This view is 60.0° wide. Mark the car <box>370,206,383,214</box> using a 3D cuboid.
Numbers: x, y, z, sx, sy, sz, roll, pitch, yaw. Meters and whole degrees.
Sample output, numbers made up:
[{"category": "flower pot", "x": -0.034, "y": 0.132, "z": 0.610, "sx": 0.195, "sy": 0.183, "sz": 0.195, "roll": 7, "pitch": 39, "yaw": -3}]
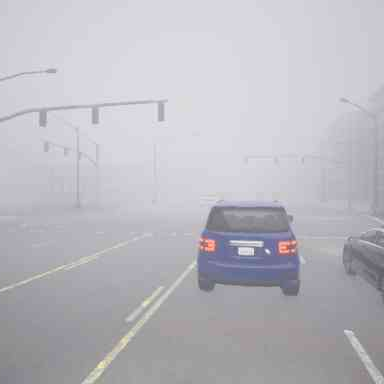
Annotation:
[{"category": "car", "x": 17.182, "y": 1.485, "z": 26.869, "sx": 4.902, "sy": 1.511, "sz": 2.128, "roll": 0, "pitch": 0, "yaw": 14}]

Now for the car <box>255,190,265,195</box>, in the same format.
[{"category": "car", "x": 15.504, "y": 0.904, "z": 75.469, "sx": 1.994, "sy": 1.385, "sz": 4.181, "roll": 0, "pitch": 1, "yaw": 11}]

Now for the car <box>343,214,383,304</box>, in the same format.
[{"category": "car", "x": 4.806, "y": 1.492, "z": 7.432, "sx": 2.128, "sy": 1.511, "sz": 4.902, "roll": 0, "pitch": 0, "yaw": 11}]

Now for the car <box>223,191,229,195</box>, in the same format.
[{"category": "car", "x": 4.725, "y": 0.924, "z": 57.809, "sx": 2.150, "sy": 2.045, "sz": 5.566, "roll": 0, "pitch": 1, "yaw": 12}]

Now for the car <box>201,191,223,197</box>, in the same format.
[{"category": "car", "x": 2.643, "y": 1.079, "z": 47.512, "sx": 2.150, "sy": 2.045, "sz": 5.566, "roll": 0, "pitch": 1, "yaw": 11}]

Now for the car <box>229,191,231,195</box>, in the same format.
[{"category": "car", "x": 6.833, "y": 0.740, "z": 67.925, "sx": 2.150, "sy": 2.045, "sz": 5.566, "roll": 0, "pitch": 1, "yaw": 12}]

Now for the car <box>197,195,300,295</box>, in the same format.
[{"category": "car", "x": 1.544, "y": 1.221, "z": 8.964, "sx": 2.150, "sy": 2.045, "sz": 5.566, "roll": 0, "pitch": 0, "yaw": 11}]

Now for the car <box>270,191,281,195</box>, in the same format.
[{"category": "car", "x": 18.927, "y": 0.707, "z": 74.740, "sx": 2.097, "sy": 1.767, "sz": 4.553, "roll": 0, "pitch": 1, "yaw": 11}]

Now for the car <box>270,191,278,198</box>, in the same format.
[{"category": "car", "x": 20.909, "y": 0.609, "z": 84.589, "sx": 1.837, "sy": 1.490, "sz": 4.892, "roll": 0, "pitch": 1, "yaw": 11}]
